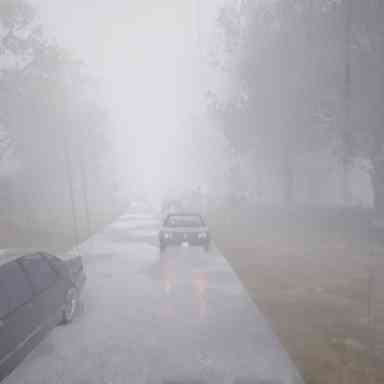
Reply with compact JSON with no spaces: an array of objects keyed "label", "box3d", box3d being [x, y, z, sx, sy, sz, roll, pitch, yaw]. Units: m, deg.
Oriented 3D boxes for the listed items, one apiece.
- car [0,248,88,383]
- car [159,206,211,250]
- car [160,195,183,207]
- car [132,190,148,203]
[{"label":"car","box3d":[-2.916,1.534,4.304,2.033,1.411,5.357,1,0,-1]},{"label":"car","box3d":[-0.364,1.519,13.946,1.895,1.301,4.718,0,1,-3]},{"label":"car","box3d":[-1.950,1.079,31.276,1.837,1.490,4.892,1,1,-7]},{"label":"car","box3d":[-7.370,0.643,46.844,2.097,1.767,4.553,1,0,-11]}]
